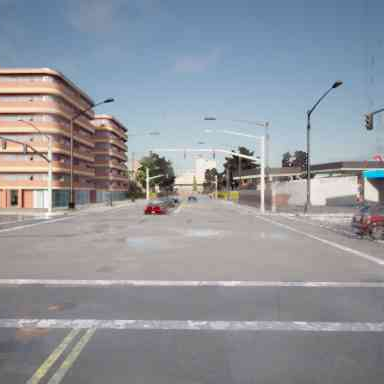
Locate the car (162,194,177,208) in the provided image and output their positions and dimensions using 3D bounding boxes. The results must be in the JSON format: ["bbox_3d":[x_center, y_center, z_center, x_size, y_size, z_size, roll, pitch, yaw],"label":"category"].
[{"bbox_3d":[-3.582,1.503,48.388,1.837,1.490,4.892,0,0,0],"label":"car"}]

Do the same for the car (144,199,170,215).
[{"bbox_3d":[-3.588,1.586,32.966,1.895,1.301,4.718,0,-1,0],"label":"car"}]

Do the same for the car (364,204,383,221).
[{"bbox_3d":[16.543,1.601,26.403,4.718,1.301,1.895,0,0,1],"label":"car"}]

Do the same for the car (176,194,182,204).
[{"bbox_3d":[-3.523,1.600,65.010,1.895,1.301,4.718,0,0,1],"label":"car"}]

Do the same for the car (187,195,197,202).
[{"bbox_3d":[0.022,1.339,70.785,1.812,1.442,4.674,0,0,0],"label":"car"}]

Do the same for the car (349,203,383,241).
[{"bbox_3d":[10.128,1.349,15.882,4.553,1.767,2.097,0,0,5],"label":"car"}]

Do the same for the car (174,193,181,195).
[{"bbox_3d":[-3.475,1.209,80.254,2.150,2.045,5.566,0,0,0],"label":"car"}]
